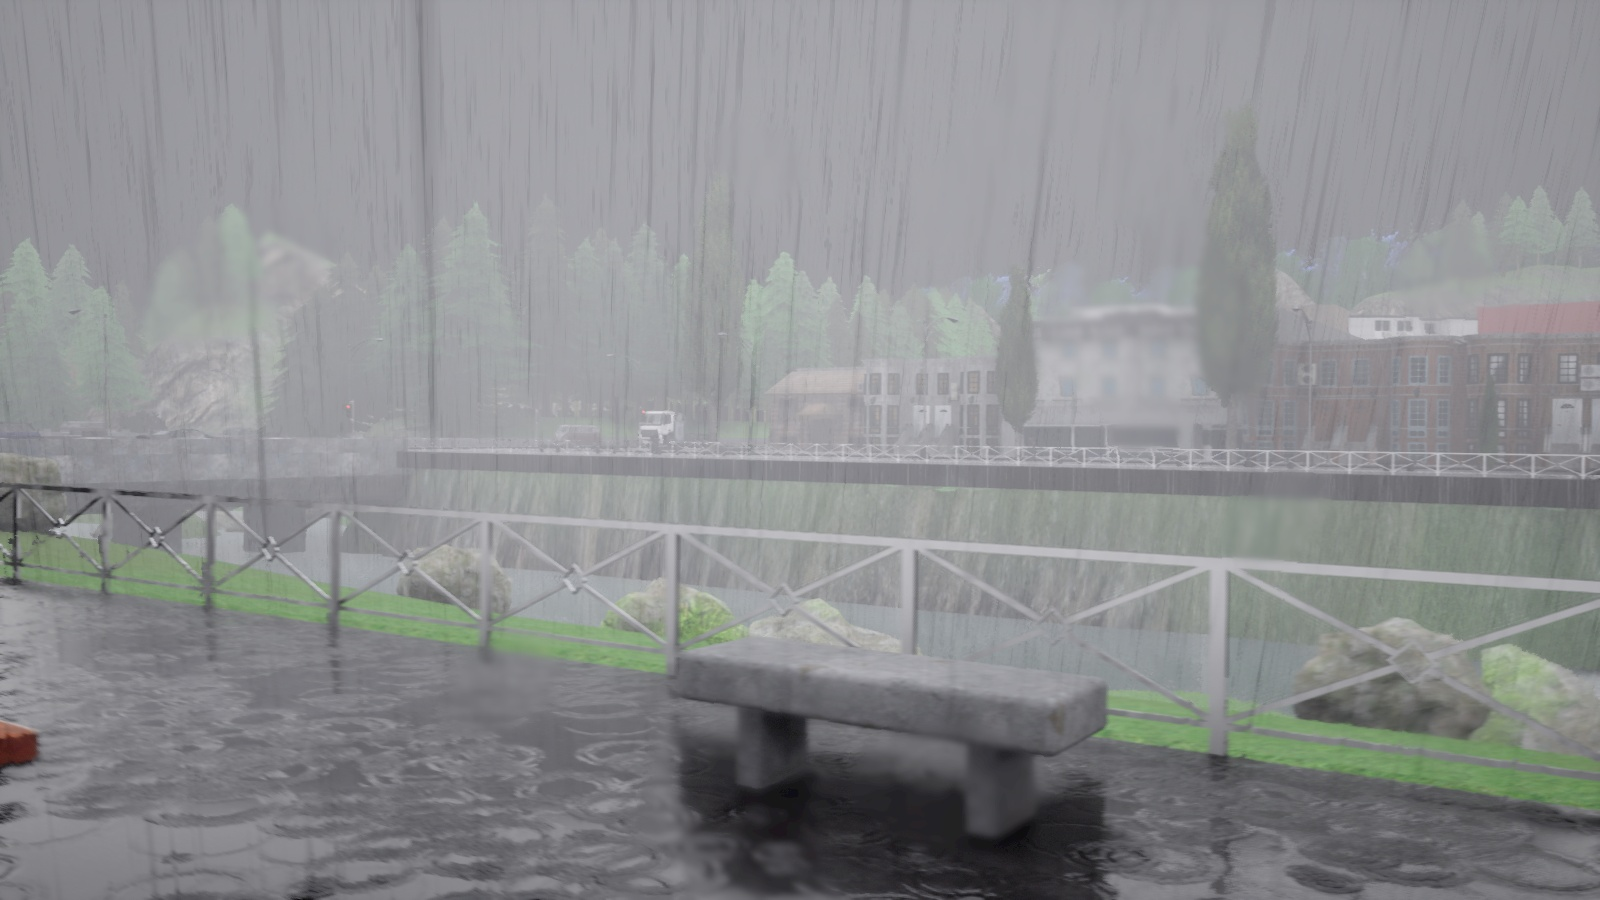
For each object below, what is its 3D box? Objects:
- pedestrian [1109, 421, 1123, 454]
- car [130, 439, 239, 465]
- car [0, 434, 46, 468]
[{"bbox_3d":[18.407,-0.726,73.089,0.666,1.930,0.402,0,1,35],"label":"pedestrian"},{"bbox_3d":[-35.640,0.108,72.853,2.033,1.411,5.357,0,1,34],"label":"car"},{"bbox_3d":[-43.716,0.059,67.929,2.097,1.767,4.553,0,1,34],"label":"car"}]
